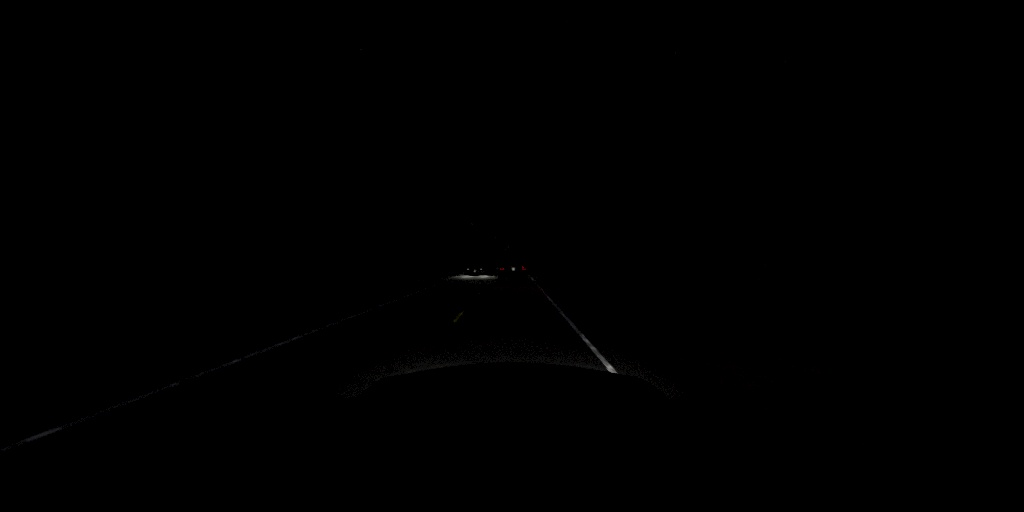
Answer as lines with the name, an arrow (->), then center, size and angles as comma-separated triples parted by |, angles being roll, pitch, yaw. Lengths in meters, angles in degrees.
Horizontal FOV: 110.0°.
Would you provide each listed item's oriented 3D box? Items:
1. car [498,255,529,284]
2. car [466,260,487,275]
car -> 0.093, 0.954, 26.947 | 2.150, 2.045, 5.566 | 0, 0, 0
car -> -3.600, 1.165, 37.140 | 1.837, 1.490, 4.892 | 0, 1, 0
